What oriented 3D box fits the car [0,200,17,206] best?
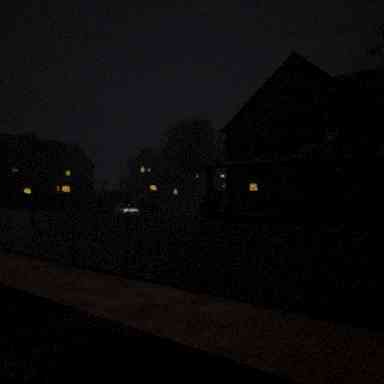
[{"bbox_3d":[-13.741,1.232,22.099,2.033,1.411,5.357,1,2,35],"label":"car"}]

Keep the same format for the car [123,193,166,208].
[{"bbox_3d":[-4.693,0.865,34.809,2.033,1.411,5.357,1,2,35],"label":"car"}]
